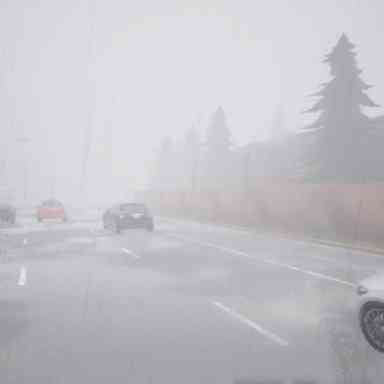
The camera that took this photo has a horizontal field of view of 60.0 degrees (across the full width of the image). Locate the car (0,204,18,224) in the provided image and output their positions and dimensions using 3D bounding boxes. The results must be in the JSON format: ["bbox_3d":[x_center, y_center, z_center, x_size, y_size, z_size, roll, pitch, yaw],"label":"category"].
[{"bbox_3d":[-14.490,1.647,25.382,1.837,1.490,4.892,-1,0,-26],"label":"car"}]

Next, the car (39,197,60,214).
[{"bbox_3d":[-16.784,1.508,39.265,2.097,1.767,4.553,-1,0,-21],"label":"car"}]

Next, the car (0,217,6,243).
[{"bbox_3d":[-6.752,1.667,9.674,1.895,1.301,4.718,-1,0,-26],"label":"car"}]

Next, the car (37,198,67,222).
[{"bbox_3d":[-11.759,1.461,27.776,2.097,1.767,4.553,-1,0,-26],"label":"car"}]

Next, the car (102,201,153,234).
[{"bbox_3d":[-3.934,1.376,19.785,2.097,1.767,4.553,-1,0,-26],"label":"car"}]

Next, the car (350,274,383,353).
[{"bbox_3d":[4.072,1.471,3.546,1.812,1.442,4.674,-1,0,-26],"label":"car"}]
